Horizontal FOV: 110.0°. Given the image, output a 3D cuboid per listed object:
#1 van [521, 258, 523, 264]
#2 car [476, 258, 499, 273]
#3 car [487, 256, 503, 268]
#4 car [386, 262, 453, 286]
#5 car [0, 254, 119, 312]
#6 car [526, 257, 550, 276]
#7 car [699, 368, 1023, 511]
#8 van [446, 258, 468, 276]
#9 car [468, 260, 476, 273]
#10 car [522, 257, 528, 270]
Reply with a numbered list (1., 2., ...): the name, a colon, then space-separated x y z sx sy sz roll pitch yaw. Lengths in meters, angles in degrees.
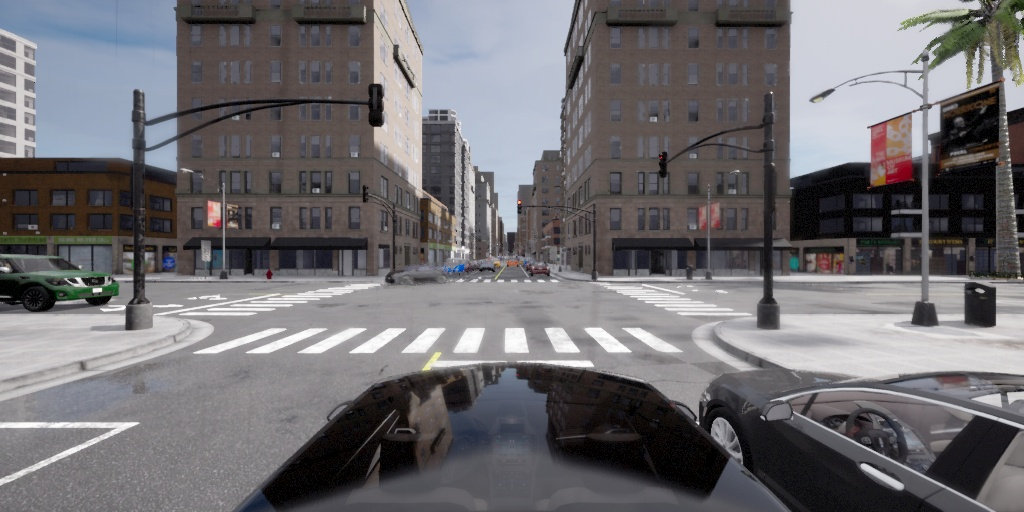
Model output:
1. van: 2.795 1.094 59.119 1.690 1.789 3.998 0 0 0
2. car: -3.008 1.301 44.685 2.033 1.411 5.357 0 0 0
3. car: -2.954 1.231 60.169 1.882 1.535 5.008 0 1 0
4. car: -6.641 1.312 25.232 4.181 1.385 1.994 0 1 -40
5. car: -18.522 0.949 13.607 5.566 2.045 2.150 0 0 0
6. car: 2.741 1.192 36.442 1.967 1.591 4.097 0 0 0
7. car: 2.668 1.300 1.793 2.007 1.370 4.403 0 0 0
8. van: -5.785 1.093 36.461 1.690 1.789 3.998 0 0 0
9. car: -5.771 1.192 42.129 1.967 1.591 4.097 0 0 0
10. car: 2.768 1.193 47.781 1.967 1.591 4.097 0 0 0
